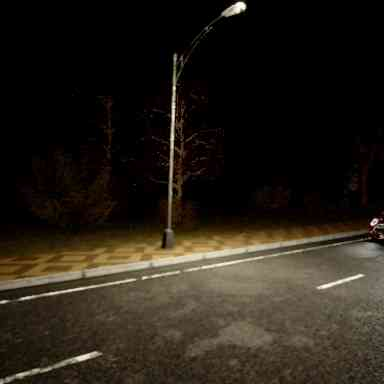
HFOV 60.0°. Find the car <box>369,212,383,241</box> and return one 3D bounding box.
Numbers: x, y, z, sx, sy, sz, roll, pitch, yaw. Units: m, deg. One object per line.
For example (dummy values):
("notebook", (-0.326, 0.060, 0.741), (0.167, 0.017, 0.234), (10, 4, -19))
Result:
("car", (10.071, 1.328, 15.273), (4.553, 1.767, 2.097), (0, 0, -38))
